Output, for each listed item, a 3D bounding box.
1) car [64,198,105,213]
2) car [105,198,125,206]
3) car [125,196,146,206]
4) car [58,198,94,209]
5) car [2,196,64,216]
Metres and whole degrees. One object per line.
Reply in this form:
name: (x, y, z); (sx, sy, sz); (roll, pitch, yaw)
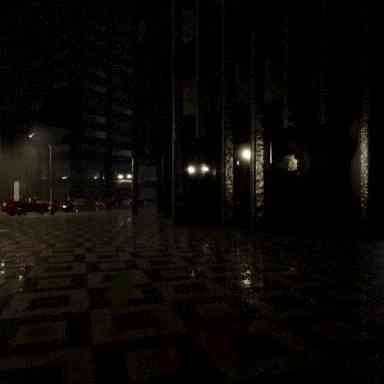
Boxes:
car: (-12.250, 1.569, 36.606); (1.947, 1.339, 4.313); (0, 0, 35)
car: (-12.828, 1.572, 50.753); (1.802, 1.307, 4.206); (0, 0, 35)
car: (-9.619, 1.427, 55.390); (1.967, 1.590, 4.097); (0, 0, 35)
car: (-16.037, 1.538, 46.115); (1.887, 1.381, 4.507); (0, 0, 35)
car: (-15.460, 1.322, 31.967); (2.192, 1.841, 5.009); (0, 0, 35)
